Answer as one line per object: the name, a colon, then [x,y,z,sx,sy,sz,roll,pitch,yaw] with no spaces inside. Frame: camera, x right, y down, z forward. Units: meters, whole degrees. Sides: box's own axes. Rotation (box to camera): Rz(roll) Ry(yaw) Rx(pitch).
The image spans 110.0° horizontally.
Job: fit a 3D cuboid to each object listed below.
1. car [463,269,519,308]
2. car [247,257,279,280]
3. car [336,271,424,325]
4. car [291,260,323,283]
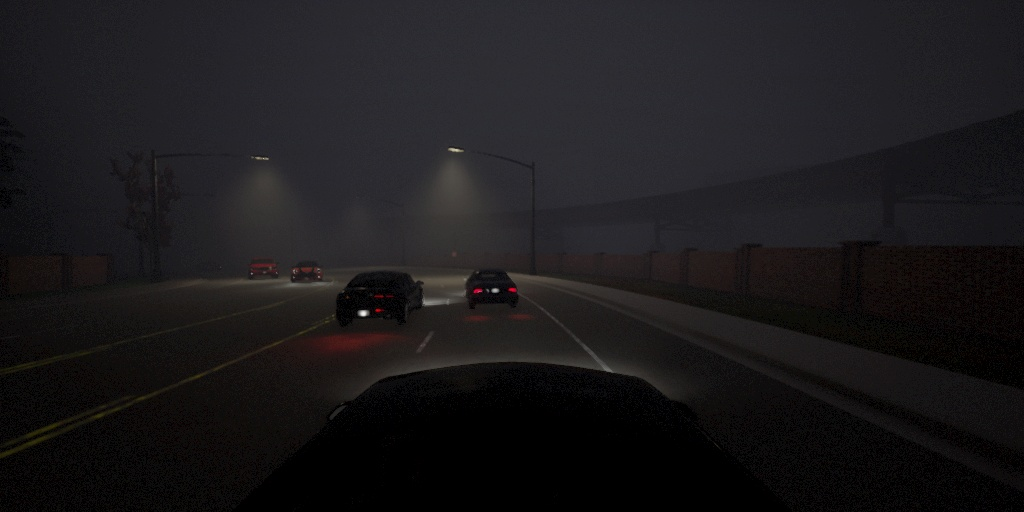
car: [-0.981,1.245,14.979,2.033,1.411,5.357,0,0,-9]
car: [-23.523,1.131,33.924,2.150,2.045,5.566,-1,0,-37]
car: [-4.121,1.238,11.777,1.837,1.490,4.892,0,0,-6]
car: [-16.529,1.160,29.032,2.097,1.767,4.553,-1,0,-28]
